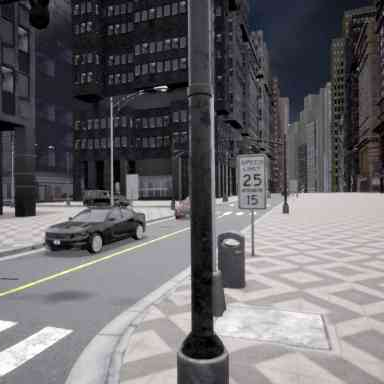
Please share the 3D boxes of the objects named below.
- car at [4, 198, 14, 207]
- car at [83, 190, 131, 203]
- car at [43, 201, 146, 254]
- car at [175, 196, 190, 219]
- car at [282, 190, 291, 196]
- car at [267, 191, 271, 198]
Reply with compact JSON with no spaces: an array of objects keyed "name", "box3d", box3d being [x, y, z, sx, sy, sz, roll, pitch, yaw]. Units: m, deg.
[{"name":"car","box3d":[-25.102,1.251,42.631,4.892,1.490,1.837,0,0,19]},{"name":"car","box3d":[-9.511,0.818,37.275,5.566,2.045,2.150,-1,0,19]},{"name":"car","box3d":[-3.594,1.329,13.196,1.882,1.535,5.008,-1,1,19]},{"name":"car","box3d":[0.302,1.011,24.501,2.097,1.767,4.553,-1,0,16]},{"name":"car","box3d":[23.404,0.200,82.710,1.837,1.490,4.892,-1,0,19]},{"name":"car","box3d":[14.783,0.461,66.771,1.837,1.490,4.892,-1,1,19]}]
